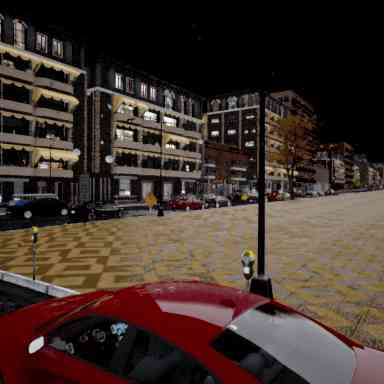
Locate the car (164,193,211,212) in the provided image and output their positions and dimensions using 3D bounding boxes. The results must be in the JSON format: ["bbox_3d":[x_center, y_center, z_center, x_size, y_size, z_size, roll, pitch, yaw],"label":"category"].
[{"bbox_3d":[-0.346,1.132,32.885,1.887,1.381,4.507,2,2,35],"label":"car"}]

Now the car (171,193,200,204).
[{"bbox_3d":[-0.878,0.910,46.814,1.947,1.339,4.313,2,2,35],"label":"car"}]

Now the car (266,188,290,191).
[{"bbox_3d":[15.732,0.420,60.605,2.097,1.767,4.553,1,1,34],"label":"car"}]

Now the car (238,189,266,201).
[{"bbox_3d":[9.560,0.713,51.728,1.882,1.535,5.008,1,1,35],"label":"car"}]

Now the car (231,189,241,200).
[{"bbox_3d":[7.787,0.464,54.594,2.150,2.045,5.566,1,1,35],"label":"car"}]

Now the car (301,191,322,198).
[{"bbox_3d":[25.061,0.446,69.484,2.008,1.369,4.403,2,2,35],"label":"car"}]

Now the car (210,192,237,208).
[{"bbox_3d":[2.830,1.050,37.460,2.008,1.369,4.403,2,2,35],"label":"car"}]

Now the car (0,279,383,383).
[{"bbox_3d":[-0.318,1.544,3.094,4.507,1.381,1.887,0,0,36],"label":"car"}]

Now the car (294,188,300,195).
[{"bbox_3d":[24.530,-0.030,83.405,2.192,1.841,5.009,2,2,35],"label":"car"}]

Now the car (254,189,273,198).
[{"bbox_3d":[15.004,0.227,69.682,2.192,1.841,5.009,2,2,35],"label":"car"}]

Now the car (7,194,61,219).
[{"bbox_3d":[-11.942,1.206,26.354,1.882,1.535,5.008,1,1,35],"label":"car"}]

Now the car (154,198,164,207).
[{"bbox_3d":[-2.521,1.069,39.920,1.895,1.301,4.718,1,1,35],"label":"car"}]

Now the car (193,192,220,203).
[{"bbox_3d":[2.298,0.808,51.389,2.008,1.369,4.403,2,2,35],"label":"car"}]

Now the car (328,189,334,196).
[{"bbox_3d":[34.588,0.079,83.205,1.967,1.590,4.097,2,2,35],"label":"car"}]

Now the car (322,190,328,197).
[{"bbox_3d":[28.236,0.360,74.058,2.008,1.369,4.403,2,2,35],"label":"car"}]

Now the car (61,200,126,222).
[{"bbox_3d":[-6.696,1.329,23.737,1.947,1.339,4.313,2,2,35],"label":"car"}]

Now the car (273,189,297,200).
[{"bbox_3d":[15.631,0.675,55.899,1.752,1.417,4.829,2,2,35],"label":"car"}]

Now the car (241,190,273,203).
[{"bbox_3d":[9.182,0.876,46.610,2.008,1.369,4.403,2,2,35],"label":"car"}]

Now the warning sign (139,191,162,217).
[{"bbox_3d":[-3.079,0.851,24.818,1.300,1.860,1.060,-1,0,35],"label":"warning sign"}]

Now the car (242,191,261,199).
[{"bbox_3d":[11.728,0.525,64.972,1.752,1.417,4.829,2,2,35],"label":"car"}]
